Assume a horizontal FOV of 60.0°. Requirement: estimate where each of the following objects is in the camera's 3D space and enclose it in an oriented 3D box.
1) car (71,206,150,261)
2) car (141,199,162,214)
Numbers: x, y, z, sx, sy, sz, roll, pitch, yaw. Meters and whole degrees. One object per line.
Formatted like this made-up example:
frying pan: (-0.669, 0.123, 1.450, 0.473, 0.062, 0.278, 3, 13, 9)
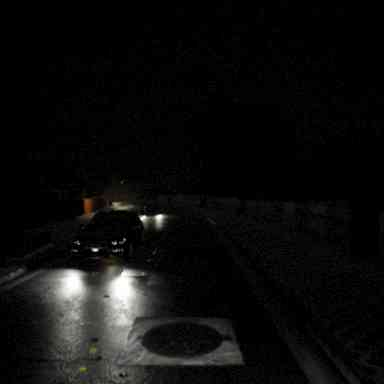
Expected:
car: (-2.888, 1.473, 12.287, 1.837, 1.490, 4.892, 0, 0, 0)
car: (-4.193, 1.441, 34.489, 1.882, 1.535, 5.008, 0, 0, -6)
